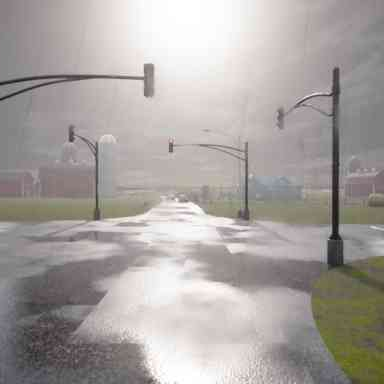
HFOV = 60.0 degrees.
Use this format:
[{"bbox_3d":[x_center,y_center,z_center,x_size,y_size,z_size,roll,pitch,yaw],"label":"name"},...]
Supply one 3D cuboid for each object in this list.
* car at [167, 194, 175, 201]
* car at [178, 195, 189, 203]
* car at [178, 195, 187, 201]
[{"bbox_3d":[-4.709,1.182,73.840,1.812,1.442,4.674,0,0,-3],"label":"car"},{"bbox_3d":[-1.722,1.623,69.841,1.895,1.301,4.718,0,0,-3],"label":"car"},{"bbox_3d":[-2.333,1.463,79.825,1.837,1.490,4.892,0,0,-4],"label":"car"}]
